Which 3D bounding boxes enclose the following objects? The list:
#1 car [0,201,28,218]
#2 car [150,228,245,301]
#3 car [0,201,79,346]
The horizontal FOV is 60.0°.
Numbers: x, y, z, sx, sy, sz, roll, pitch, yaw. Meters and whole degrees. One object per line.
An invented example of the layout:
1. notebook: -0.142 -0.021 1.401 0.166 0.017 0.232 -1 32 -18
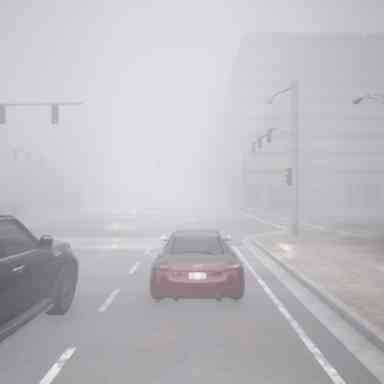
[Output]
1. car: -18.485 1.641 31.547 4.892 1.490 1.837 0 0 0
2. car: 0.112 1.602 8.453 1.994 1.385 4.181 0 0 0
3. car: -3.396 1.243 4.426 2.150 2.045 5.566 0 0 1
